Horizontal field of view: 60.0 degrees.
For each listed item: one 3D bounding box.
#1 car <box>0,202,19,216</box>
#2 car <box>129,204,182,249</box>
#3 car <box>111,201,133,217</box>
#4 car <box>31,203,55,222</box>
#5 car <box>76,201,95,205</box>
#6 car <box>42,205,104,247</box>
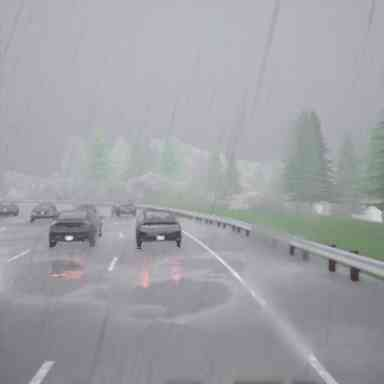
[{"bbox_3d":[-18.565,1.706,33.447,1.994,1.385,4.181,0,0,-26],"label":"car"},{"bbox_3d":[-1.618,1.528,14.965,2.128,1.511,4.902,0,0,-10],"label":"car"},{"bbox_3d":[-6.749,1.584,32.582,2.128,1.511,4.902,0,0,-22],"label":"car"},{"bbox_3d":[-12.137,1.652,27.476,2.033,1.411,5.357,0,0,-20],"label":"car"},{"bbox_3d":[-10.586,1.613,32.806,1.837,1.490,4.892,0,0,-22],"label":"car"},{"bbox_3d":[-5.260,1.557,15.422,1.837,1.490,4.892,0,0,-11],"label":"car"}]
